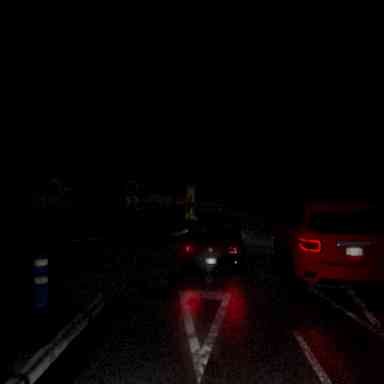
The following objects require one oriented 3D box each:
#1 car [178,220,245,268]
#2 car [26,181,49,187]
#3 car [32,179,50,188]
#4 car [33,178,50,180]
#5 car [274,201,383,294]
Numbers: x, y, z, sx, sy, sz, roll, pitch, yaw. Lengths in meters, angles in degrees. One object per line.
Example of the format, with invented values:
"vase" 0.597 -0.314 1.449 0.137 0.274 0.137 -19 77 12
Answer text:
"car" 0.787 1.601 11.435 1.895 1.301 4.718 0 1 7
"car" -36.987 -1.935 79.624 4.674 1.452 2.002 -3 6 -40
"car" -35.023 -1.471 74.054 4.792 1.488 2.163 -3 6 -39
"car" -35.970 -1.738 76.852 4.892 1.521 2.231 -3 6 -39
"car" 3.561 1.236 9.118 2.150 2.045 5.566 0 0 9
